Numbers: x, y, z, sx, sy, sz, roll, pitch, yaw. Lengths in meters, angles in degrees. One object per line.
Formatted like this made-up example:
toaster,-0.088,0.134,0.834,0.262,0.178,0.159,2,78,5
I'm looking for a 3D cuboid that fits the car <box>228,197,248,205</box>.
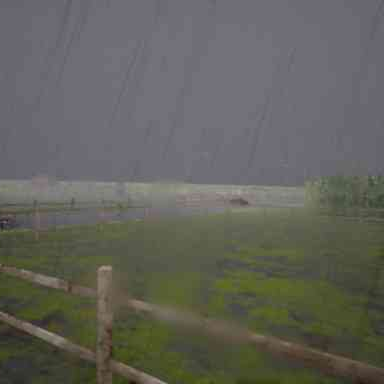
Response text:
car,7.582,1.555,54.622,1.994,1.385,4.181,2,1,35
